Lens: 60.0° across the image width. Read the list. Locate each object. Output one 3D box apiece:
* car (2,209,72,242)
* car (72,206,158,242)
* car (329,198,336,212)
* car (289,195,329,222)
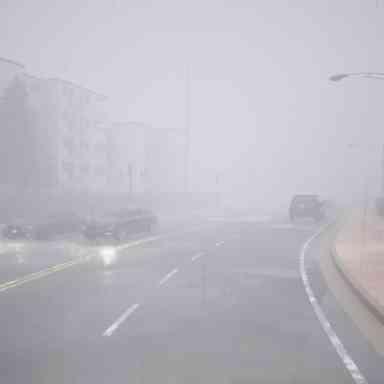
[{"bbox_3d":[-7.172,1.564,16.613,1.994,1.385,4.181,0,0,21],"label":"car"},{"bbox_3d":[-3.422,1.505,16.692,1.837,1.490,4.892,0,0,23],"label":"car"},{"bbox_3d":[15.962,1.491,39.556,2.128,1.511,4.902,0,0,27],"label":"car"},{"bbox_3d":[9.208,1.220,26.379,2.150,2.045,5.566,0,0,28],"label":"car"}]
